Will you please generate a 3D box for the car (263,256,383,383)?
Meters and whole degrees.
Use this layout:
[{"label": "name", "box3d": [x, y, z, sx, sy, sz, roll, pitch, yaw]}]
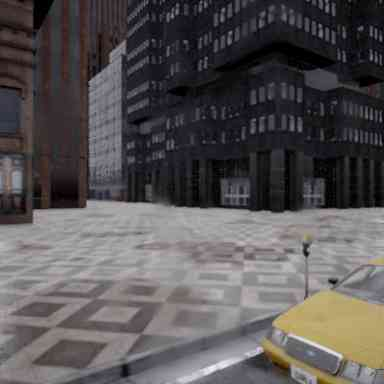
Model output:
[{"label": "car", "box3d": [3.078, 1.534, 4.719, 4.829, 1.417, 1.752, 0, 0, -35]}]
